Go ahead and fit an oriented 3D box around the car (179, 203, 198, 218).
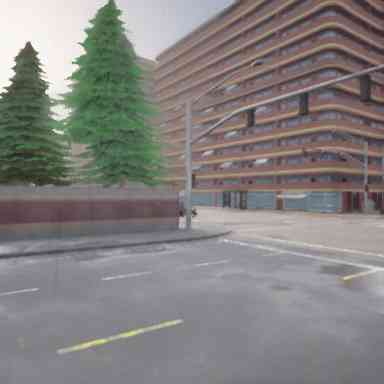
[{"bbox_3d":[-1.575,1.745,33.051,2.033,1.411,5.357,1,0,-35],"label":"car"}]
